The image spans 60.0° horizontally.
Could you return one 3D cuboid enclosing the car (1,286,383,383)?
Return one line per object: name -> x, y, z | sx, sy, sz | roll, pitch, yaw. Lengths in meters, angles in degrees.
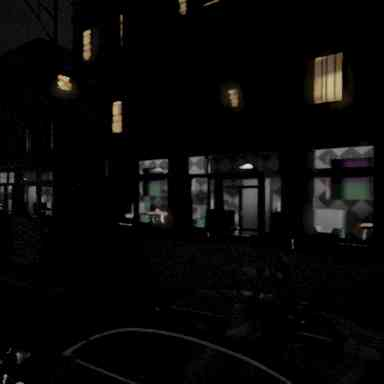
car -> 0.070, 1.553, 2.821 | 4.403, 1.369, 2.008 | 0, 0, 35
